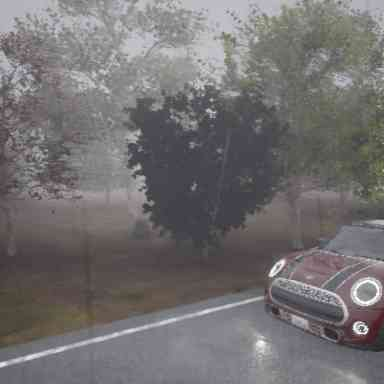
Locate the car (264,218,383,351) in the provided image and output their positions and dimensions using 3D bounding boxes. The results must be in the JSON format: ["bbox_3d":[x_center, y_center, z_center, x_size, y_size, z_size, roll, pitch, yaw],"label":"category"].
[{"bbox_3d":[3.492,1.314,6.099,4.553,1.767,2.097,0,1,-32],"label":"car"}]
